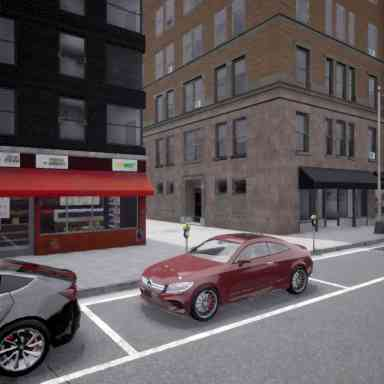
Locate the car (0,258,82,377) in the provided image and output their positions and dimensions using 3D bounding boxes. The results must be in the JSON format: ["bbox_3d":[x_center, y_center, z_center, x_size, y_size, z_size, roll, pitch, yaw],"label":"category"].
[{"bbox_3d":[-3.566,1.566,3.991,4.313,1.339,1.947,0,0,-35],"label":"car"}]

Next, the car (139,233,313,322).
[{"bbox_3d":[0.915,1.582,7.183,4.206,1.307,1.802,0,0,-35],"label":"car"}]
